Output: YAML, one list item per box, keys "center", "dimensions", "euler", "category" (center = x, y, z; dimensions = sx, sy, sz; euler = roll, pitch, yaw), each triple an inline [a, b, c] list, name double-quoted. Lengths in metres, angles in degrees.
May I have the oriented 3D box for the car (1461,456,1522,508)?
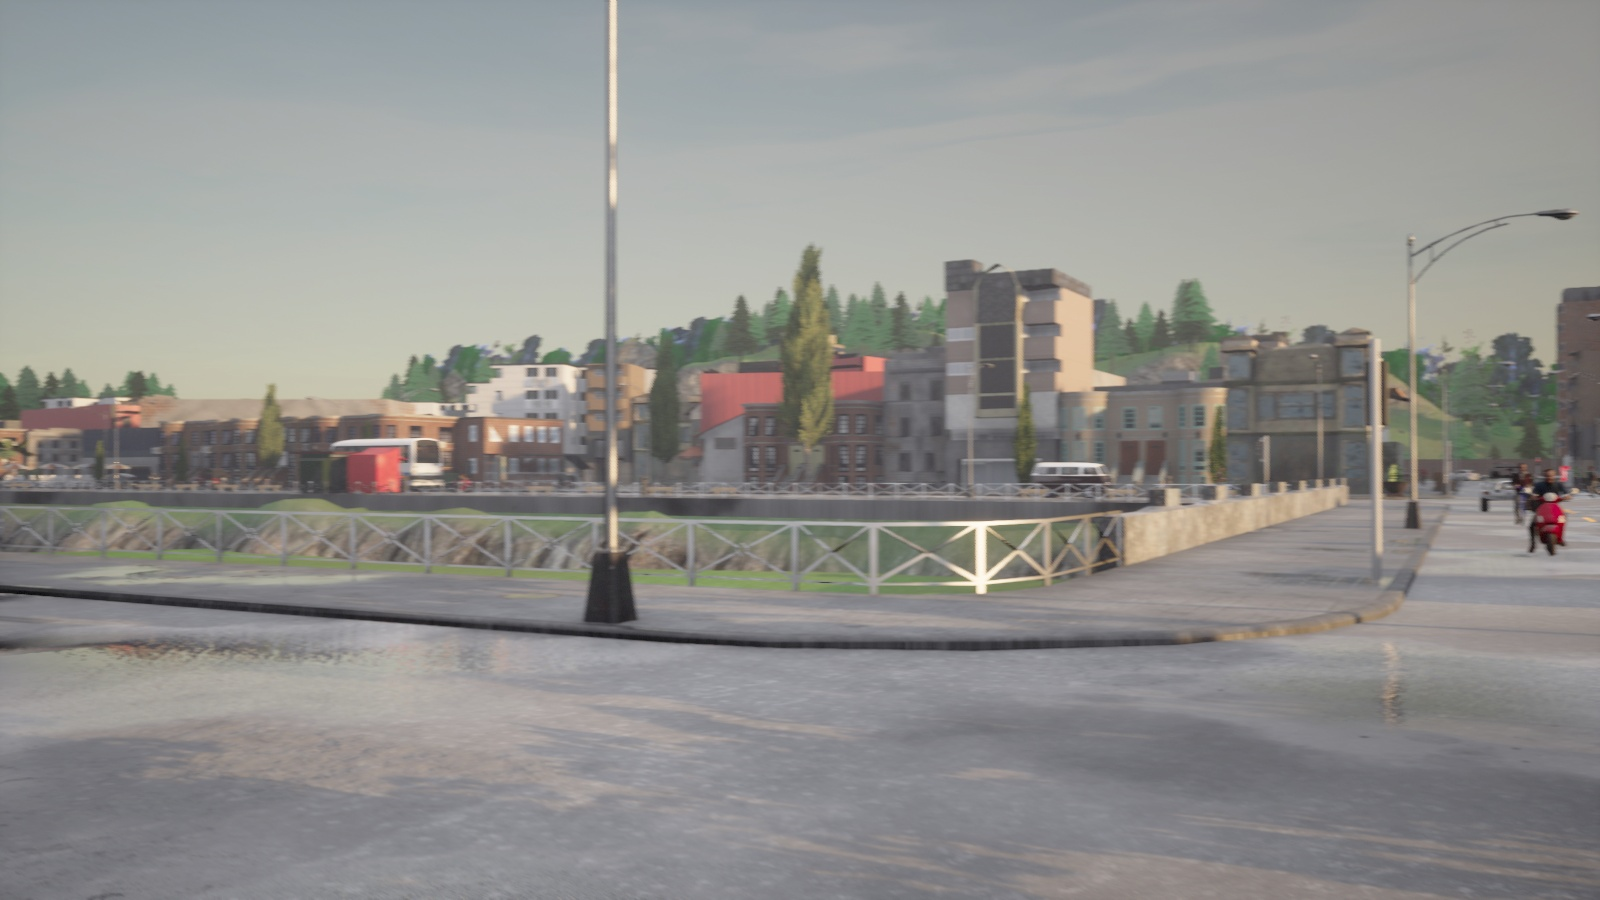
- center: [26.419, 1.203, 48.106]
  dimensions: [1.932, 1.855, 4.605]
  euler: [-1, -1, 28]
  category: "car"

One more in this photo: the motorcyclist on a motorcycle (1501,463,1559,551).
- center: [13.796, 1.044, 23.776]
  dimensions: [0.866, 1.590, 1.817]
  euler: [-1, -1, 28]
  category: "motorcyclist on a motorcycle"

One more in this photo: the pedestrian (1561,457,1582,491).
- center: [43.388, 1.357, 70.611]
  dimensions: [0.849, 1.883, 0.563]
  euler: [-1, -1, 11]
  category: "pedestrian"

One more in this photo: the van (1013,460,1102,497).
- center: [14.445, 1.612, 70.554]
  dimensions: [4.480, 2.038, 2.069]
  euler: [-1, -1, 27]
  category: "van"

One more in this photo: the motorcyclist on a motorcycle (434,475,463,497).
- center: [-25.568, 2.615, 91.330]
  dimensions: [2.044, 1.523, 0.797]
  euler: [-1, -1, 27]
  category: "motorcyclist on a motorcycle"
